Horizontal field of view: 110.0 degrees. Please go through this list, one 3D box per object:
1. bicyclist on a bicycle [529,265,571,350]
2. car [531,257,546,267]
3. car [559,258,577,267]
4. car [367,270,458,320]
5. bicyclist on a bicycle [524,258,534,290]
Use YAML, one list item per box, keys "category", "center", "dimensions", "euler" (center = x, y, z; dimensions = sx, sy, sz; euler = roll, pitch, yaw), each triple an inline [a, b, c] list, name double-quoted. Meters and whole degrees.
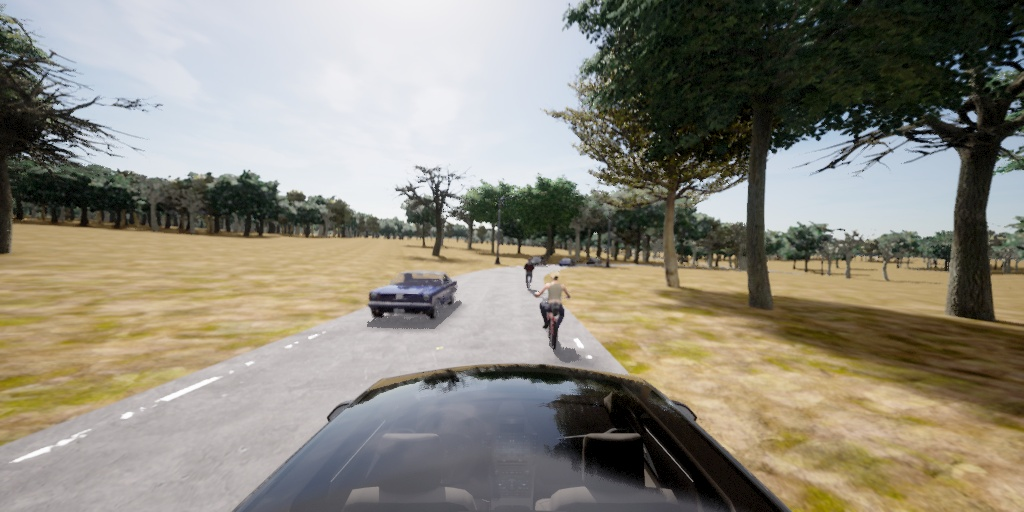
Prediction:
- category: "bicyclist on a bicycle"
  center: [0.892, 1.117, 7.823]
  dimensions: [0.866, 1.612, 1.509]
  euler: [3, 1, 0]
- category: "car"
  center: [3.816, 0.850, 54.855]
  dimensions: [1.837, 1.490, 4.892]
  euler: [2, 0, 22]
- category: "car"
  center: [9.357, 1.051, 59.723]
  dimensions: [2.033, 1.411, 5.357]
  euler: [3, 1, 25]
- category: "car"
  center: [-3.053, 1.165, 11.941]
  dimensions: [1.895, 1.301, 4.718]
  euler: [2, 1, 0]
- category: "bicyclist on a bicycle"
  center: [0.922, 0.966, 19.443]
  dimensions: [0.659, 1.776, 1.843]
  euler: [2, 1, 1]
